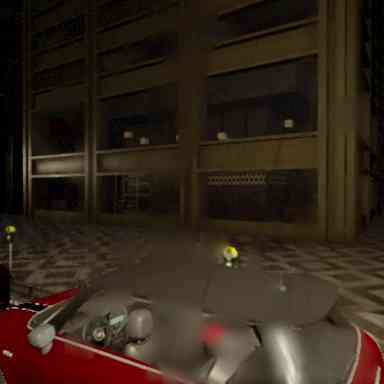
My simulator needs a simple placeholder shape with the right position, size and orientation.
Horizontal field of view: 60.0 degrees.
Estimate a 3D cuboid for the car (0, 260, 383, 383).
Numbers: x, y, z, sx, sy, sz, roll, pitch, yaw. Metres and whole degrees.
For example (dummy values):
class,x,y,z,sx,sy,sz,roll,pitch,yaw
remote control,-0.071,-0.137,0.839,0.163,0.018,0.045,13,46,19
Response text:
class,x,y,z,sx,sy,sz,roll,pitch,yaw
car,-0.427,1.422,3.214,4.097,1.590,1.967,0,1,32
